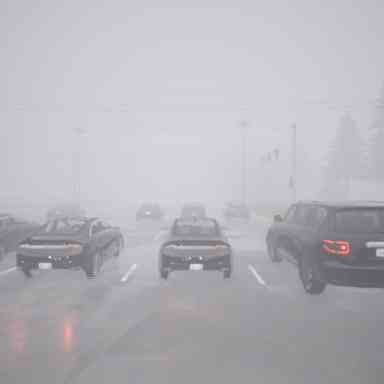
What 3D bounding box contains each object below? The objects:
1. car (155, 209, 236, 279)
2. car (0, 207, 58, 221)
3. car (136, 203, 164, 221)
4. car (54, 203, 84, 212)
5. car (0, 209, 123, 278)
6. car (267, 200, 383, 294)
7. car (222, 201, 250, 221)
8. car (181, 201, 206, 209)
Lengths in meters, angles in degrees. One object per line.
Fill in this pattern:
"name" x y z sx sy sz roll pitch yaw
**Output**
"car" 0.099 1.498 10.019 2.128 1.511 4.902 0 0 0
"car" -6.900 1.500 11.753 2.128 1.511 4.902 0 0 0
"car" -3.396 1.581 27.657 1.994 1.385 4.181 0 0 0
"car" -10.397 1.581 27.739 1.994 1.385 4.181 0 0 0
"car" -3.401 1.498 10.139 2.128 1.511 4.902 0 0 0
"car" 3.595 1.227 8.906 2.150 2.045 5.566 0 0 0
"car" 3.602 1.508 27.710 2.128 1.511 4.902 0 0 0
"car" 0.102 1.495 27.426 1.882 1.535 5.008 0 0 0
